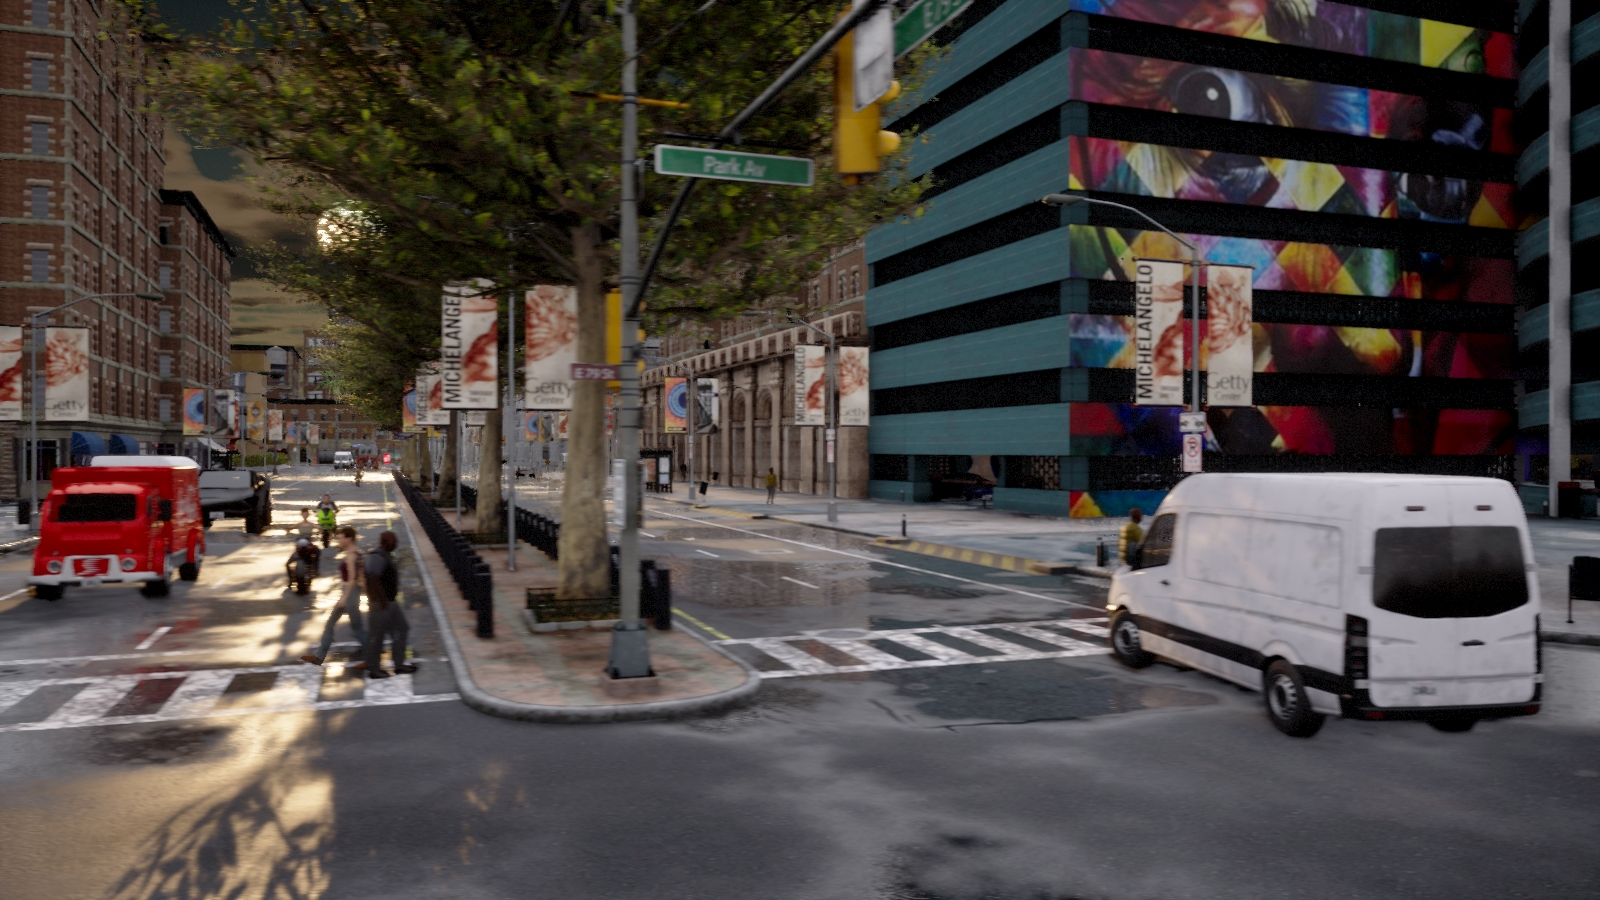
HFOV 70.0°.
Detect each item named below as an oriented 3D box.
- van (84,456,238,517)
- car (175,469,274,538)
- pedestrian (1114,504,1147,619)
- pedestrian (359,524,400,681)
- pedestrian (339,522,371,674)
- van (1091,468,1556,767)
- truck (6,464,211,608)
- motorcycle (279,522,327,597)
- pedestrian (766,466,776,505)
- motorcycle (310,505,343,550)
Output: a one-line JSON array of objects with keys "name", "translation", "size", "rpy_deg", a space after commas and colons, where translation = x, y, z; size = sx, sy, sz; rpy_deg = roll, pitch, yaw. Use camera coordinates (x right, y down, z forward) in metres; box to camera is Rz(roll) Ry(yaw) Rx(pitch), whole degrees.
[{"name": "van", "translation": [-27.651, 1.536, 49.493], "size": [5.915, 2.561, 1.988], "rpy_deg": [0, 0, 10]}, {"name": "car", "translation": [-19.928, 1.754, 39.869], "size": [2.390, 2.098, 6.274], "rpy_deg": [0, 0, -20]}, {"name": "pedestrian", "translation": [5.503, 1.847, 19.006], "size": [0.375, 1.860, 0.375], "rpy_deg": [0, 0, -21]}, {"name": "pedestrian", "translation": [-5.117, 1.848, 13.913], "size": [0.375, 1.860, 0.375], "rpy_deg": [0, 0, -4]}, {"name": "pedestrian", "translation": [-5.621, 1.849, 14.427], "size": [0.375, 1.860, 0.375], "rpy_deg": [0, 0, -21]}, {"name": "van", "translation": [5.485, 1.533, 13.202], "size": [1.988, 2.561, 5.915], "rpy_deg": [0, 0, -8]}, {"name": "truck", "translation": [-13.783, 1.565, 23.205], "size": [2.627, 2.467, 5.204], "rpy_deg": [0, 0, -20]}, {"name": "motorcycle", "translation": [-10.008, 2.170, 23.070], "size": [0.764, 1.277, 2.356], "rpy_deg": [0, 0, -20]}, {"name": "pedestrian", "translation": [-1.370, 1.694, 54.419], "size": [0.375, 1.860, 0.375], "rpy_deg": [0, 0, -19]}, {"name": "motorcycle", "translation": [-13.664, 2.214, 32.991], "size": [0.803, 1.145, 2.033], "rpy_deg": [0, 0, -20]}]
